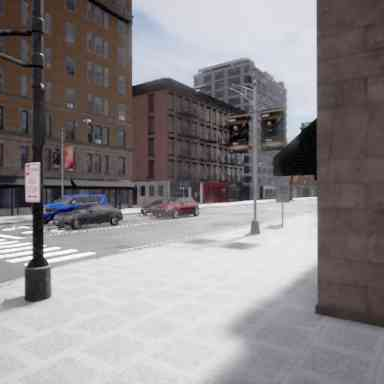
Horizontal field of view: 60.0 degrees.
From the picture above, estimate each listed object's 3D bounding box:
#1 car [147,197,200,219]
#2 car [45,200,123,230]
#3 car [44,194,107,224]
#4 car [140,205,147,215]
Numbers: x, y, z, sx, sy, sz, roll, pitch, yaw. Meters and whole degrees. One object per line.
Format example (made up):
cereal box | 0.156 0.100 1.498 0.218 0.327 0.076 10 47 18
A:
car | -1.296 1.282 28.682 2.097 1.767 4.553 0 0 35
car | -6.513 1.493 21.288 1.812 1.442 4.674 0 0 37
car | -8.512 1.196 24.095 2.150 2.045 5.566 0 0 35
car | -2.904 1.459 32.044 1.812 1.442 4.674 0 0 35
